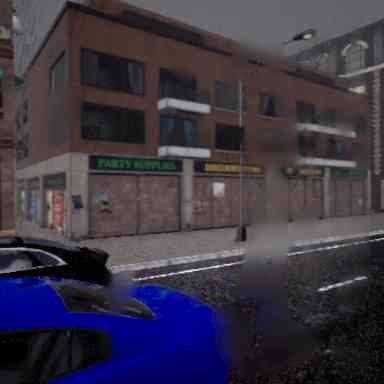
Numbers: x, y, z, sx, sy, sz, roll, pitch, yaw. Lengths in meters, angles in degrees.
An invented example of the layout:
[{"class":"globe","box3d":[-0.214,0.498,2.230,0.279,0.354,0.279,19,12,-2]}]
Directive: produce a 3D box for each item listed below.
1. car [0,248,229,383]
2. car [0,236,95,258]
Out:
[{"class":"car","box3d":[-2.005,1.477,2.253,5.008,1.535,1.882,0,0,-35]},{"class":"car","box3d":[-3.631,1.492,5.086,4.902,1.511,2.128,0,0,-35]}]
